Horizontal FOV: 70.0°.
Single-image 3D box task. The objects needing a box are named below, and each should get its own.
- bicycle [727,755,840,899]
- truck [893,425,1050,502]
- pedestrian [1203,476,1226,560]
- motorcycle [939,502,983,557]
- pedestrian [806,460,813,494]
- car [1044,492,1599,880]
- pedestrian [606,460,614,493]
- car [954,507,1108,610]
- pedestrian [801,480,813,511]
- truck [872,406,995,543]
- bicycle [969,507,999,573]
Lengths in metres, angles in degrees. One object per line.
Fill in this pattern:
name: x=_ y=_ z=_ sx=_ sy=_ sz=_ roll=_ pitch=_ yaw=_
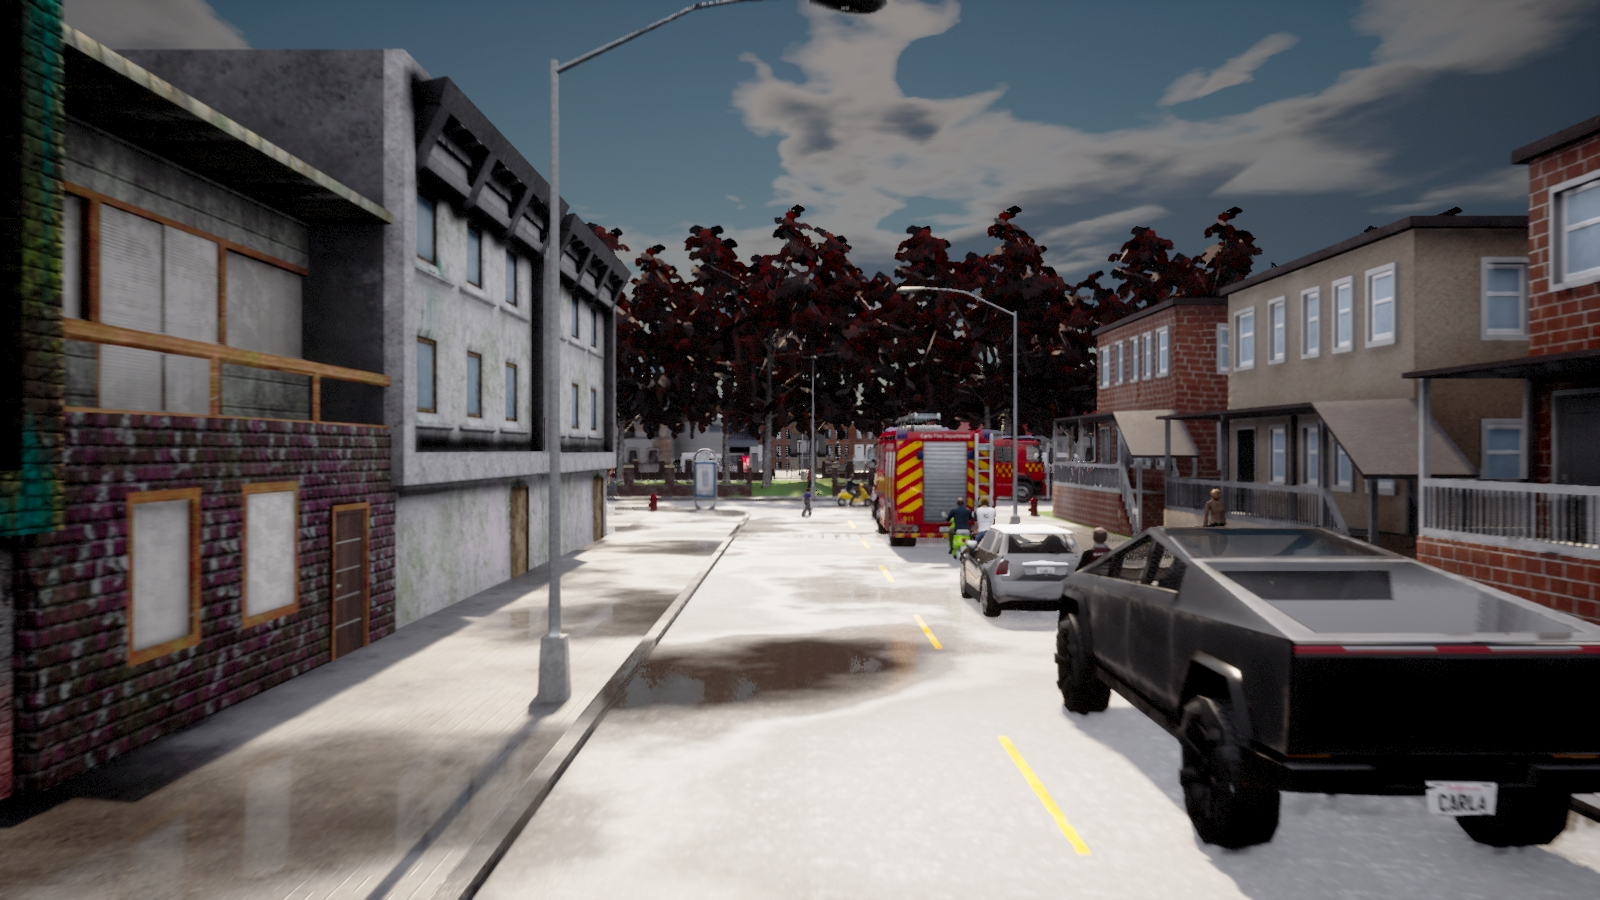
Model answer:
bicycle: x=-0.048 y=1.940 z=3.951 sx=0.329 sy=1.271 sz=1.835 roll=0 pitch=0 yaw=0
truck: x=9.119 y=0.670 z=60.119 sx=8.468 sy=3.827 sz=2.891 roll=0 pitch=0 yaw=-34
pedestrian: x=9.358 y=1.524 z=25.773 sx=0.375 sy=1.860 sz=0.375 roll=0 pitch=0 yaw=-2
motorcycle: x=3.995 y=1.962 z=28.511 sx=0.856 sy=1.236 sz=1.805 roll=0 pitch=0 yaw=0
pedestrian: x=0.550 y=1.523 z=64.560 sx=0.375 sy=1.860 sz=0.375 roll=0 pitch=0 yaw=5
car: x=3.998 y=1.534 z=9.997 sx=2.390 sy=2.098 sz=6.274 roll=0 pitch=0 yaw=0
pedestrian: x=-10.765 y=1.525 z=64.900 sx=0.375 sy=1.860 sz=0.375 roll=0 pitch=0 yaw=3
car: x=3.997 y=1.845 z=20.392 sx=1.970 sy=1.475 sz=3.806 roll=0 pitch=0 yaw=0
pedestrian: x=0.292 y=1.909 z=47.940 sx=0.375 sy=1.300 sz=0.375 roll=0 pitch=0 yaw=-41
truck: x=3.987 y=0.671 z=36.056 sx=2.891 sy=3.827 sz=8.468 roll=0 pitch=0 yaw=0
bicycle: x=3.996 y=1.936 z=24.857 sx=0.373 sy=1.296 sz=1.643 roll=0 pitch=0 yaw=0
